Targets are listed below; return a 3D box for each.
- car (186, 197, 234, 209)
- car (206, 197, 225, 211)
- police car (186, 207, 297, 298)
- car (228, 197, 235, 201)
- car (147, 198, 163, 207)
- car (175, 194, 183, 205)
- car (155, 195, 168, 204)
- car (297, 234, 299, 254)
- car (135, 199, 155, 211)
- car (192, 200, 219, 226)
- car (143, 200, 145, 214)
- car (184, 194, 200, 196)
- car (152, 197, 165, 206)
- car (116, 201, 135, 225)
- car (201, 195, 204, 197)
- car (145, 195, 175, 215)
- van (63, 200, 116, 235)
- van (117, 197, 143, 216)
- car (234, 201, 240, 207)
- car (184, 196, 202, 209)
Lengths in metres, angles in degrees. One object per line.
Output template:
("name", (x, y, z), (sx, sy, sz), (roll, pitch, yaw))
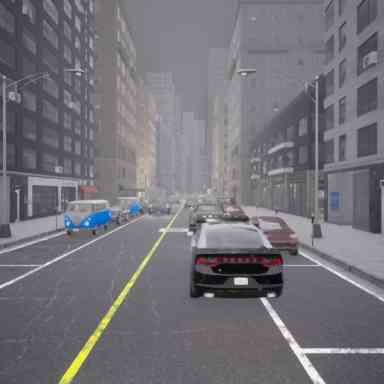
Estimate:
("car", (0.890, 1.350, 18.516), (2.097, 1.767, 4.553), (0, 0, 0))
("car", (2.835, 1.443, 40.378), (1.967, 1.590, 4.097), (0, 0, 0))
("police car", (0.895, 1.425, 8.655), (1.930, 1.638, 5.238), (0, 0, 0))
("car", (2.840, 1.315, 29.375), (2.192, 1.841, 5.009), (0, 0, 0))
("car", (-5.696, 1.572, 51.376), (1.947, 1.339, 4.313), (0, 0, 0))
("car", (-3.030, 1.517, 59.440), (1.837, 1.490, 4.892), (0, 0, 0))
("car", (-5.702, 1.452, 62.379), (1.967, 1.590, 4.097), (0, 0, 0))
("car", (2.849, 1.581, 12.871), (1.802, 1.307, 4.206), (0, 0, 0))
("car", (-5.690, 1.585, 40.373), (1.802, 1.307, 4.206), (0, 0, 0))
("car", (0.887, 1.455, 24.735), (1.801, 1.575, 5.366), (0, 0, 0))
("car", (-5.687, 1.567, 34.872), (1.947, 1.339, 4.313), (0, 0, 0))
("car", (-0.030, 1.515, 58.888), (1.837, 1.490, 4.892), (0, 0, 0))
("car", (-5.699, 1.591, 56.877), (1.802, 1.307, 4.206), (0, 0, 0))
("car", (-5.682, 1.550, 23.869), (2.008, 1.369, 4.403), (0, 0, 0))
("car", (2.829, 1.557, 51.380), (2.008, 1.369, 4.403), (0, 0, 0))
("car", (-3.117, 1.353, 33.421), (2.097, 1.767, 4.553), (0, 0, 0))
("van", (-5.679, 1.340, 18.369), (1.690, 1.788, 3.998), (0, 0, 0))
("van", (-5.685, 1.341, 29.370), (1.690, 1.788, 3.998), (0, 0, 0))
("car", (2.844, 1.582, 23.873), (1.802, 1.307, 4.206), (0, 0, 0))
("car", (-0.008, 1.568, 45.453), (1.994, 1.385, 4.181), (0, 0, 0))
